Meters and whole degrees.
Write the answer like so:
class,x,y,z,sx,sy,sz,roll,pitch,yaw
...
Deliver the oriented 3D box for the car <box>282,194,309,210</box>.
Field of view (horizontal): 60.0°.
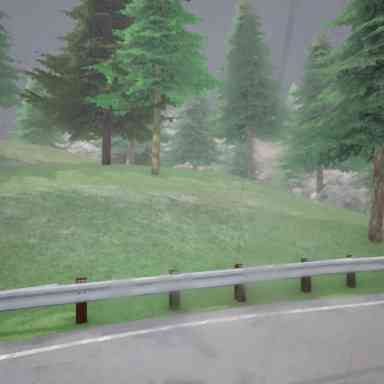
class,x,y,z,sx,sy,sz,roll,pitch,yaw
car,13.233,1.237,43.293,2.150,2.045,5.566,0,0,-22
